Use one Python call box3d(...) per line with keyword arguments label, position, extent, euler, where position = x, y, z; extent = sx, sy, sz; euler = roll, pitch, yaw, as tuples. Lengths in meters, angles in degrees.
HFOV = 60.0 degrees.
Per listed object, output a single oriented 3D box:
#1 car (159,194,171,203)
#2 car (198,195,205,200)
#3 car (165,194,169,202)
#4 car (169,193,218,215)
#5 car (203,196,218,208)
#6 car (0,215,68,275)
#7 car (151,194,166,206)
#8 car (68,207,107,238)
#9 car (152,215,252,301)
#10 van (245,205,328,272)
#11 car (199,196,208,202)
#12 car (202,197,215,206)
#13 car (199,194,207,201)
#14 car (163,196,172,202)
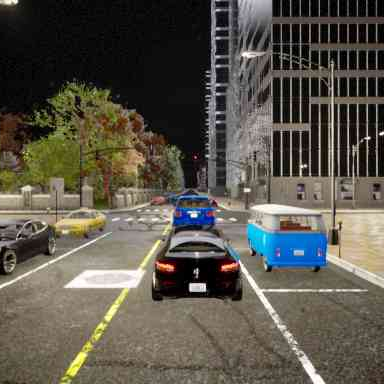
box3d(label="car", position=(-5.710, 1.277, 71.312), extent=(2.192, 1.841, 5.009), euler=(0, 0, 0))
box3d(label="car", position=(2.664, 1.453, 94.209), extent=(1.752, 1.417, 4.829), euler=(0, 0, 0))
box3d(label="car", position=(-5.707, 1.520, 59.945), extent=(2.008, 1.369, 4.403), euler=(0, 0, 0))
box3d(label="car", position=(0.095, 1.214, 18.536), extent=(2.150, 2.045, 5.566), euler=(0, 0, 0))
box3d(label="car", position=(2.678, 1.416, 48.587), extent=(1.967, 1.590, 4.097), euler=(0, 0, 0))
box3d(label="car", position=(-5.772, 1.562, 10.458), extent=(1.947, 1.339, 4.313), euler=(0, 0, 0))
box3d(label="car", position=(-5.705, 1.517, 54.263), extent=(1.887, 1.381, 4.507), euler=(0, 0, 0))
box3d(label="car", position=(-5.823, 1.518, 17.692), extent=(1.752, 1.417, 4.829), euler=(0, 0, 0))
box3d(label="car", position=(0.100, 1.523, 8.186), extent=(1.812, 1.442, 4.674), euler=(0, 0, 0))
box3d(label="van", position=(2.772, 1.337, 10.462), extent=(1.690, 1.788, 3.998), euler=(0, 0, 0))
box3d(label="car", position=(2.668, 1.521, 76.992), extent=(1.947, 1.339, 4.313), euler=(0, 0, 0))
box3d(label="car", position=(2.675, 1.539, 54.268), extent=(1.947, 1.339, 4.313), euler=(0, 0, 0))
box3d(label="car", position=(2.667, 1.388, 82.673), extent=(1.967, 1.590, 4.097), euler=(0, 0, 0))
box3d(label="car", position=(-5.713, 1.538, 76.994), extent=(1.802, 1.307, 4.206), euler=(0, 0, 0))
